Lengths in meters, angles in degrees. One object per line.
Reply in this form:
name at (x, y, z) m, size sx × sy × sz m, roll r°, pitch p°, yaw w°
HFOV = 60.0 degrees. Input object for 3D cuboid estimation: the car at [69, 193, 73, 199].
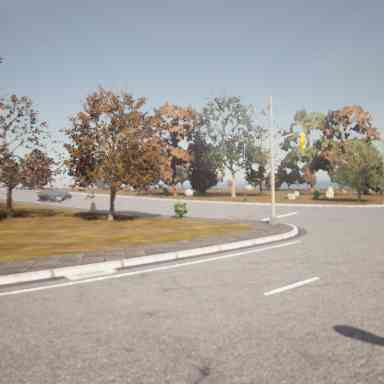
car at (-19.728, 0.298, 48.887) m, size 5.357 × 1.411 × 2.033 m, roll 3°, pitch 4°, yaw 39°

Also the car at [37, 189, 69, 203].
car at (-18.495, 0.564, 43.377) m, size 4.674 × 1.442 × 1.812 m, roll 3°, pitch 4°, yaw 39°
